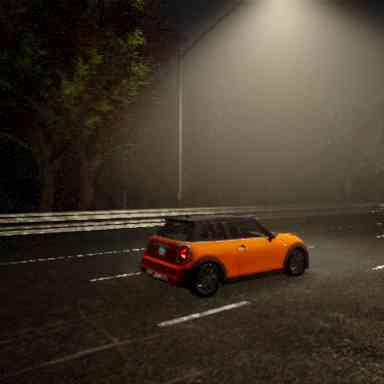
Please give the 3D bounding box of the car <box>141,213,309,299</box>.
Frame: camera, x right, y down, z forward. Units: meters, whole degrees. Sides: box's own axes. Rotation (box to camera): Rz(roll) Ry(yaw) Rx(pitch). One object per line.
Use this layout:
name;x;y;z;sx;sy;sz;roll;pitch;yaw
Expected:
car;1.043;1.372;8.785;4.553;1.767;2.097;0;0;-35
